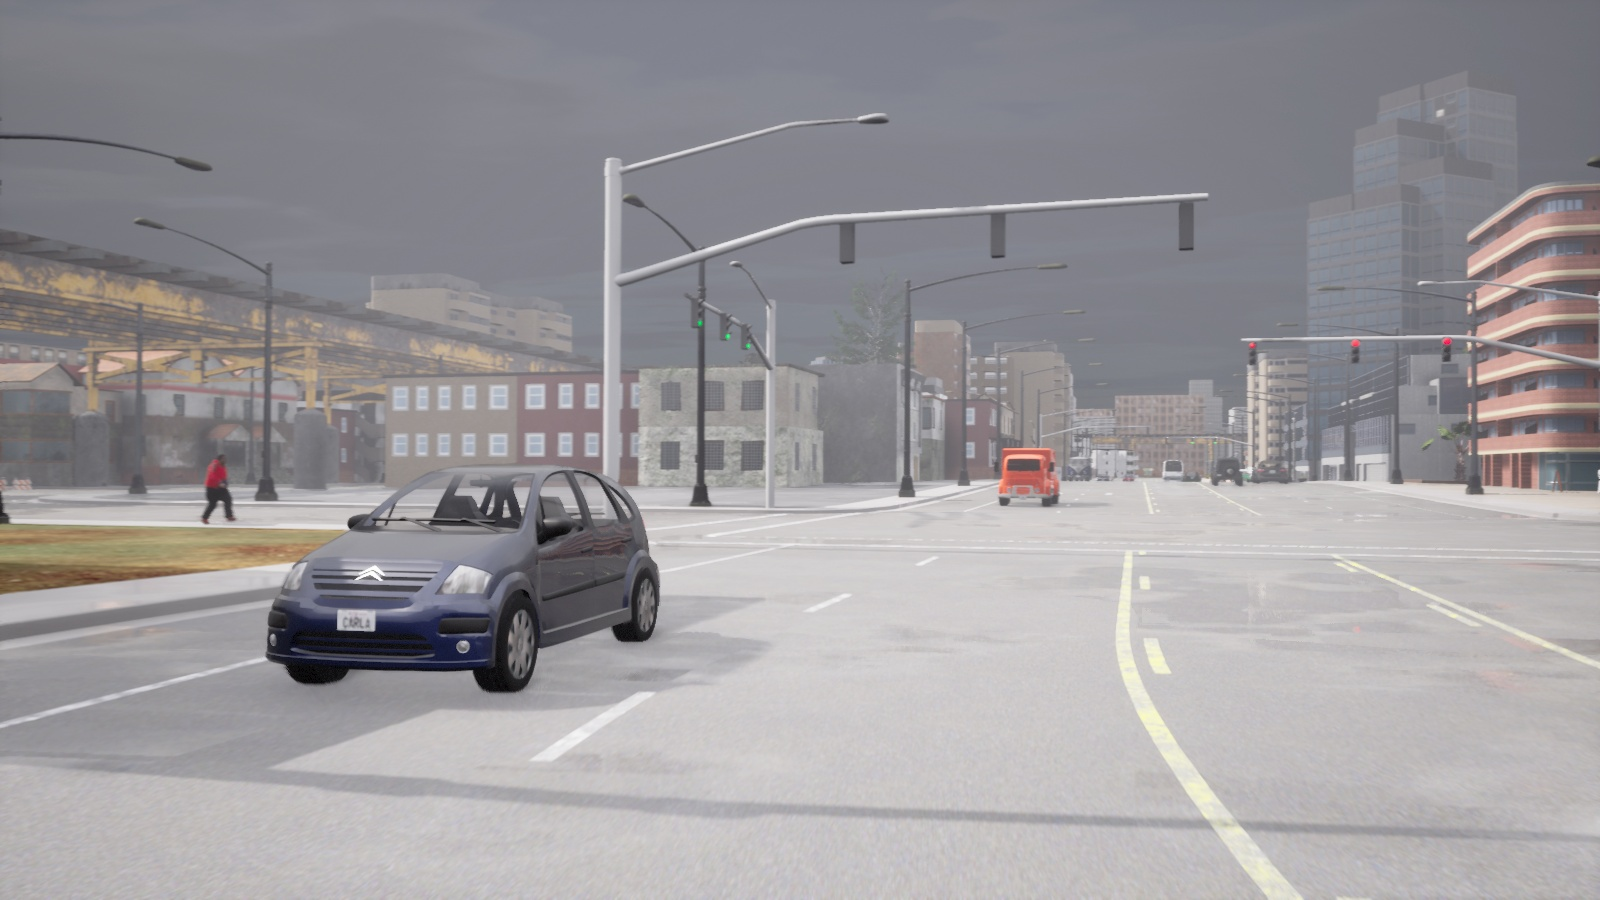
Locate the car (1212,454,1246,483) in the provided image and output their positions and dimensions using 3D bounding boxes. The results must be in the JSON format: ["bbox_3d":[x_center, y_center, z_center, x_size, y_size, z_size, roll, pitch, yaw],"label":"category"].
[{"bbox_3d":[29.244,1.233,85.708,1.905,1.878,3.866,0,0,15],"label":"car"}]

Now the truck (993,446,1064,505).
[{"bbox_3d":[10.033,1.080,54.873,2.627,2.467,5.204,0,0,15],"label":"truck"}]

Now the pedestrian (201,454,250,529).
[{"bbox_3d":[-14.385,1.035,31.450,0.899,1.844,0.634,0,-1,13],"label":"pedestrian"}]

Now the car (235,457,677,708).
[{"bbox_3d":[-2.505,0.893,10.263,1.851,1.617,3.988,0,-1,12],"label":"car"}]

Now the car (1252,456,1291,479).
[{"bbox_3d":[34.669,1.279,92.371,2.242,1.667,4.611,0,-1,15],"label":"car"}]
